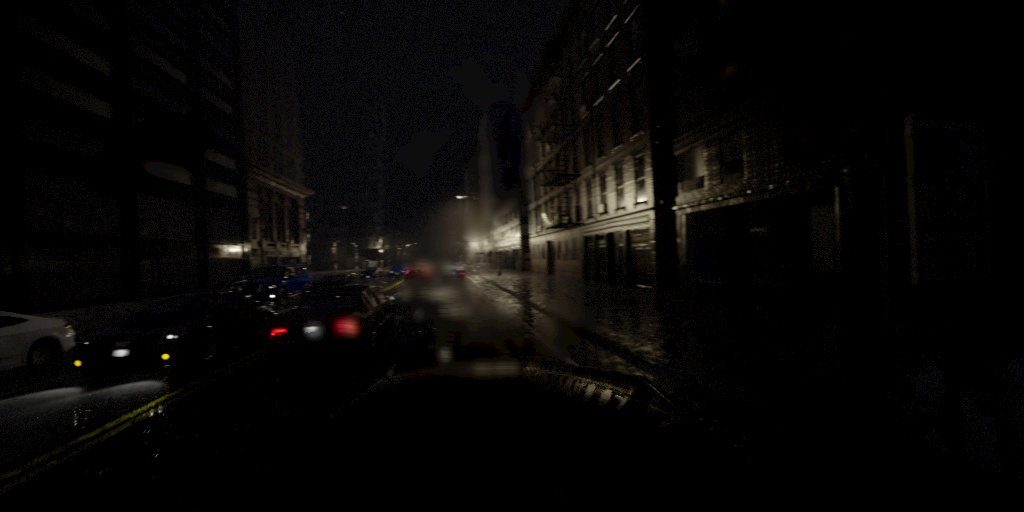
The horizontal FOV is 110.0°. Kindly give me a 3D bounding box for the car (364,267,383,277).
[{"bbox_3d":[-17.281,2.054,44.397,2.033,1.411,5.357,-3,0,-10],"label":"car"}]

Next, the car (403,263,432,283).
[{"bbox_3d":[-8.789,1.474,34.199,2.097,1.767,4.553,-3,0,-10],"label":"car"}]

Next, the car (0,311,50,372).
[{"bbox_3d":[-10.512,1.743,6.159,1.812,1.442,4.674,-3,0,-10],"label":"car"}]

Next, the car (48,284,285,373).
[{"bbox_3d":[-7.658,1.653,8.701,1.994,1.385,4.181,-3,0,-9],"label":"car"}]

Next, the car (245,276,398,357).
[{"bbox_3d":[-4.269,1.484,9.364,2.033,1.411,5.357,-3,0,-10],"label":"car"}]

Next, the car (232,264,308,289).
[{"bbox_3d":[-12.929,1.536,19.573,2.150,2.045,5.566,-3,0,-11],"label":"car"}]

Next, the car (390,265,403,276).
[{"bbox_3d":[-14.079,1.839,44.915,1.882,1.535,5.008,-3,0,-10],"label":"car"}]

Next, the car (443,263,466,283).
[{"bbox_3d":[-4.977,1.503,31.108,2.033,1.411,5.357,-3,0,-10],"label":"car"}]

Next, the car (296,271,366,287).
[{"bbox_3d":[-9.576,1.733,19.383,1.994,1.385,4.181,-3,0,-10],"label":"car"}]
